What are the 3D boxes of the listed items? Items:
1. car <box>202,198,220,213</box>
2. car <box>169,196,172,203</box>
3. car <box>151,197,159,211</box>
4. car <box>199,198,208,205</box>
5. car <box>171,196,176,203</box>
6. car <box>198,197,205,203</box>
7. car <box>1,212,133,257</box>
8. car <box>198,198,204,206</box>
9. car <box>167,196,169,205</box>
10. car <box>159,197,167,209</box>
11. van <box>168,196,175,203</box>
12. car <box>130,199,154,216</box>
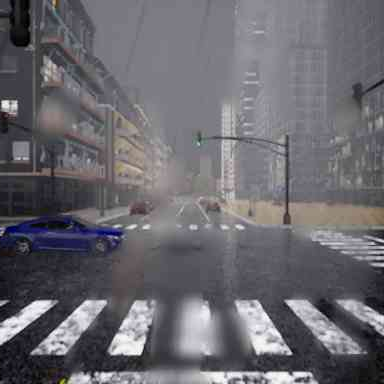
[{"bbox_3d":[2.628,1.867,42.482,1.887,1.381,4.507,-1,0,0],"label":"car"},{"bbox_3d":[-5.731,2.127,70.665,1.802,1.307,4.206,-1,0,0],"label":"car"},{"bbox_3d":[-5.721,1.762,42.421,1.967,1.590,4.097,-1,0,0],"label":"car"},{"bbox_3d":[2.614,2.135,76.375,1.887,1.381,4.507,-1,0,0],"label":"car"},{"bbox_3d":[-5.742,1.996,87.613,2.192,1.841,5.009,-1,0,0],"label":"car"},{"bbox_3d":[2.605,2.253,93.491,1.752,1.417,4.829,-1,0,0],"label":"car"},{"bbox_3d":[-4.905,1.662,13.010,4.674,1.442,1.812,0,0,0],"label":"car"},{"bbox_3d":[2.618,2.051,65.076,2.008,1.369,4.403,-1,0,0],"label":"car"},{"bbox_3d":[-5.728,1.896,59.367,1.967,1.590,4.097,-1,0,0],"label":"car"},{"bbox_3d":[-5.727,1.726,53.720,2.192,1.841,5.009,-1,0,0],"label":"car"},{"bbox_3d":[-5.744,2.068,93.260,1.690,1.788,3.998,-1,0,0],"label":"van"},{"bbox_3d":[-5.717,1.824,36.772,1.887,1.381,4.507,-1,0,0],"label":"car"}]
